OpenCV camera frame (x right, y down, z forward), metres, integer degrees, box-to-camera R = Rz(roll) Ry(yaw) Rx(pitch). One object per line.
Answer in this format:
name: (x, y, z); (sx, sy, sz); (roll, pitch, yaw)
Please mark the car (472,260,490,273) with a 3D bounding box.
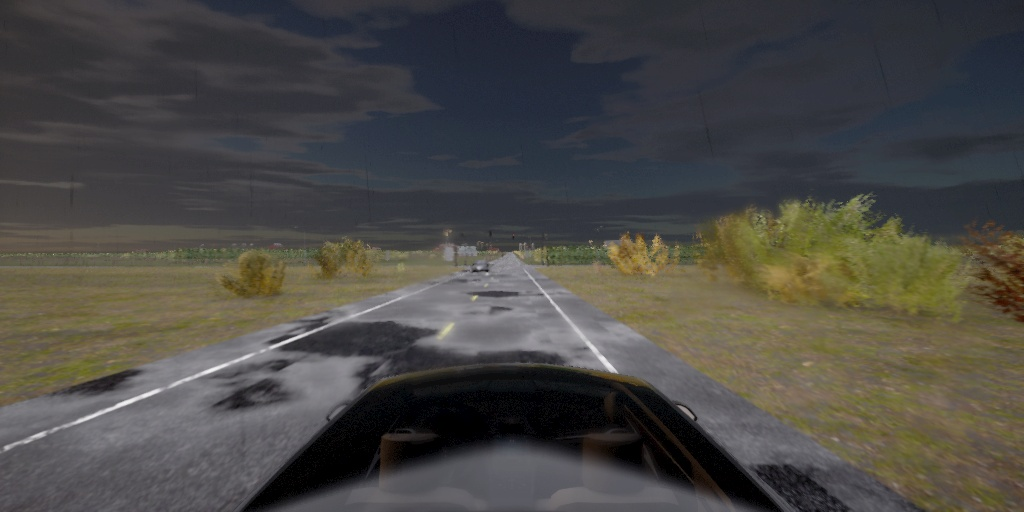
car: (-3.571, 1.201, 41.930); (2.128, 1.511, 4.902); (0, 0, 0)
